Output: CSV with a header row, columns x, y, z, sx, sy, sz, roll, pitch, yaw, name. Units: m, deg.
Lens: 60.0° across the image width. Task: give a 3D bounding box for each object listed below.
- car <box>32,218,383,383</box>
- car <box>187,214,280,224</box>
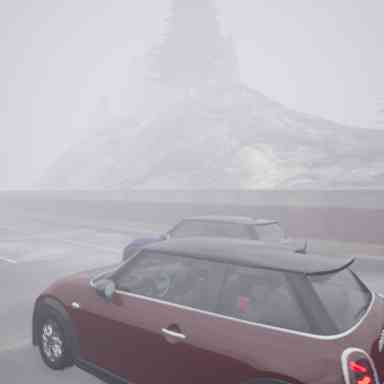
x,y,z,sx,sy,sz,roll,pitch,yaw,name
-0.016,1.359,4.155,4.553,1.767,2.097,0,0,36,car
0.326,1.365,8.301,4.553,1.767,2.097,0,0,37,car
